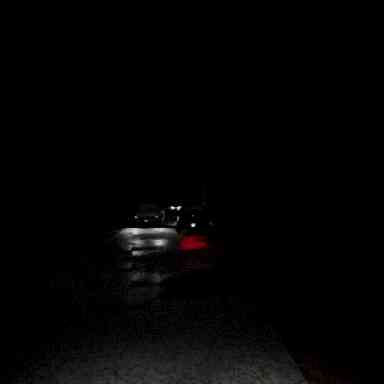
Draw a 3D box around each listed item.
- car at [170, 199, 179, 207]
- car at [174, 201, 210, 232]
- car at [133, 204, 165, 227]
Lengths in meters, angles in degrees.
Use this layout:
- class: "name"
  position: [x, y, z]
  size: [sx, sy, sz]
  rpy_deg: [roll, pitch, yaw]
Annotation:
- class: "car"
  position: [-3.098, 2.139, 64.527]
  size: [2.128, 1.511, 4.902]
  rpy_deg: [0, -1, 0]
- class: "car"
  position: [0.060, 1.532, 20.337]
  size: [1.837, 1.490, 4.892]
  rpy_deg: [0, 0, 0]
- class: "car"
  position: [-2.904, 1.563, 23.318]
  size: [1.812, 1.442, 4.674]
  rpy_deg: [0, 0, 0]
